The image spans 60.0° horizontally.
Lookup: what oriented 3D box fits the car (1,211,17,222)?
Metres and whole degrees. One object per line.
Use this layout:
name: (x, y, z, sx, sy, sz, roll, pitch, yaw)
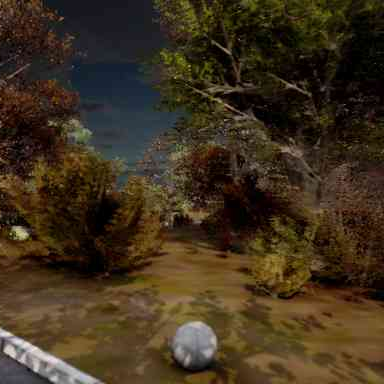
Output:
car: (-18.992, 2.589, 32.538, 2.097, 1.767, 4.553, -1, -4, 35)
